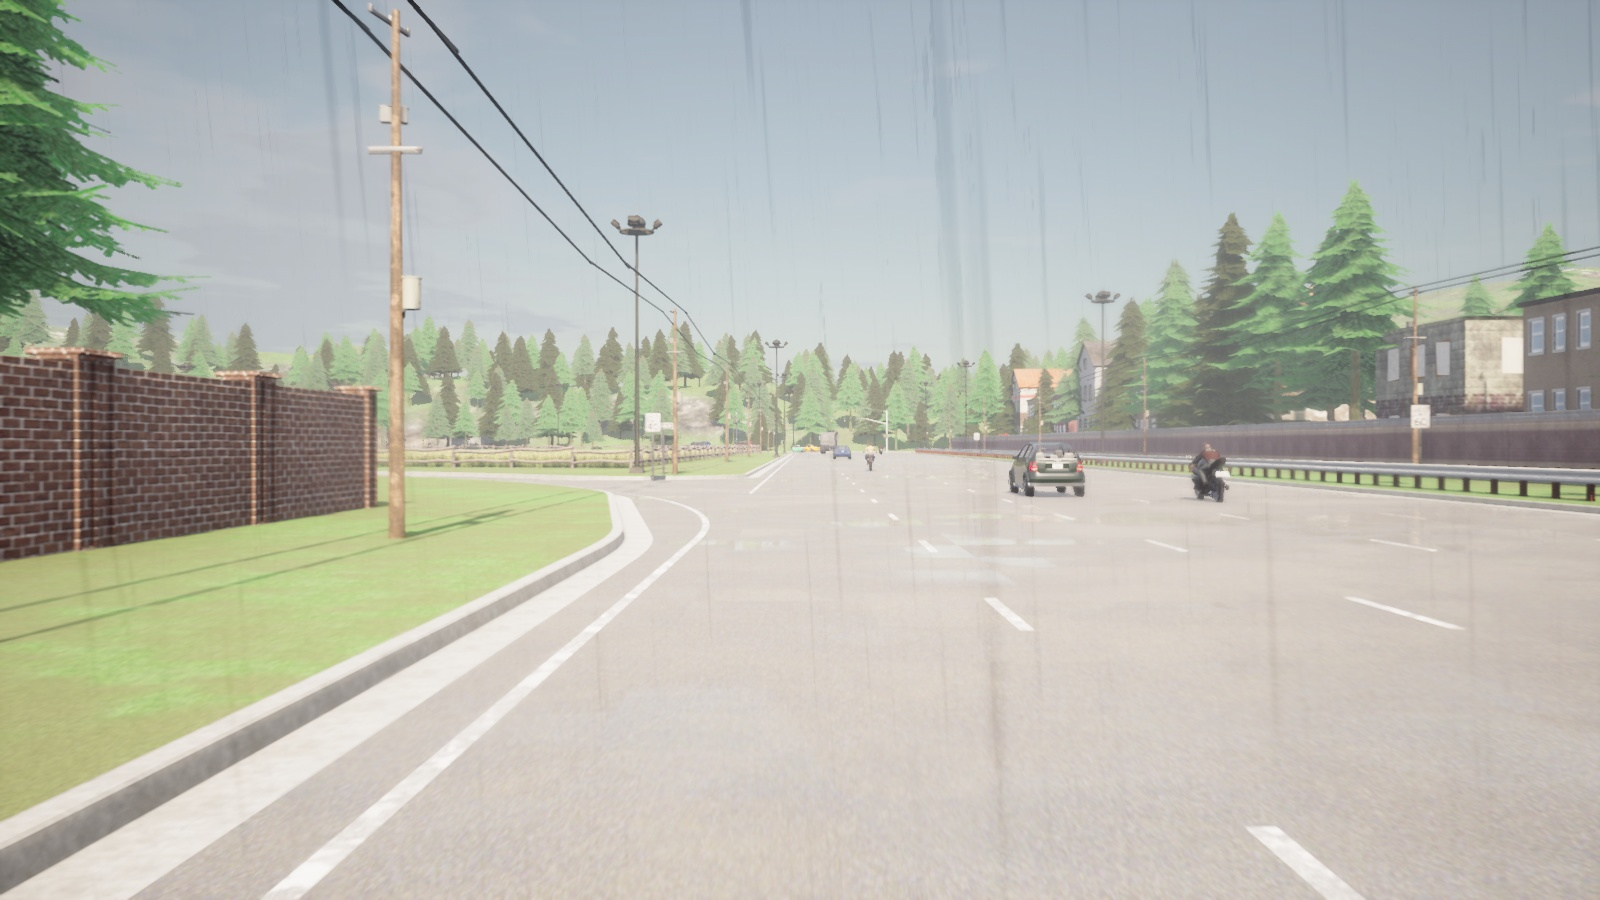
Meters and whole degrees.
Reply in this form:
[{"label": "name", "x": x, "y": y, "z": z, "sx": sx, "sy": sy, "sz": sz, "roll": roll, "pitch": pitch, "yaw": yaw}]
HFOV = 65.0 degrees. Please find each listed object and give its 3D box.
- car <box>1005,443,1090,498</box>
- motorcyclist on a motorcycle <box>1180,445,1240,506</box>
[{"label": "car", "x": 7.228, "y": 0.569, "z": 36.972, "sx": 1.789, "sy": 1.549, "sz": 3.705, "roll": 0, "pitch": 0, "yaw": 0}, {"label": "motorcyclist on a motorcycle", "x": 10.704, "y": 0.646, "z": 32.861, "sx": 0.866, "sy": 1.530, "sz": 2.191, "roll": 0, "pitch": 0, "yaw": 0}]
